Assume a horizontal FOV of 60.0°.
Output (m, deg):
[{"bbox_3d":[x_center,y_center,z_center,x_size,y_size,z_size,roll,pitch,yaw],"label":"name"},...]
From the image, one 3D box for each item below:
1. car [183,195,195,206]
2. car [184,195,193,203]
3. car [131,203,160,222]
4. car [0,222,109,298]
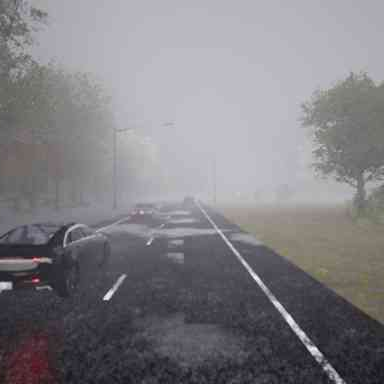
[{"bbox_3d":[-0.527,1.468,55.009,1.882,1.535,5.008,0,0,-1],"label":"car"},{"bbox_3d":[-0.841,1.490,73.304,1.837,1.490,4.892,0,0,-1],"label":"car"},{"bbox_3d":[-3.697,1.560,26.786,2.033,1.411,5.357,0,0,-1],"label":"car"},{"bbox_3d":[-3.482,1.507,8.529,2.128,1.511,4.902,0,0,-1],"label":"car"}]
